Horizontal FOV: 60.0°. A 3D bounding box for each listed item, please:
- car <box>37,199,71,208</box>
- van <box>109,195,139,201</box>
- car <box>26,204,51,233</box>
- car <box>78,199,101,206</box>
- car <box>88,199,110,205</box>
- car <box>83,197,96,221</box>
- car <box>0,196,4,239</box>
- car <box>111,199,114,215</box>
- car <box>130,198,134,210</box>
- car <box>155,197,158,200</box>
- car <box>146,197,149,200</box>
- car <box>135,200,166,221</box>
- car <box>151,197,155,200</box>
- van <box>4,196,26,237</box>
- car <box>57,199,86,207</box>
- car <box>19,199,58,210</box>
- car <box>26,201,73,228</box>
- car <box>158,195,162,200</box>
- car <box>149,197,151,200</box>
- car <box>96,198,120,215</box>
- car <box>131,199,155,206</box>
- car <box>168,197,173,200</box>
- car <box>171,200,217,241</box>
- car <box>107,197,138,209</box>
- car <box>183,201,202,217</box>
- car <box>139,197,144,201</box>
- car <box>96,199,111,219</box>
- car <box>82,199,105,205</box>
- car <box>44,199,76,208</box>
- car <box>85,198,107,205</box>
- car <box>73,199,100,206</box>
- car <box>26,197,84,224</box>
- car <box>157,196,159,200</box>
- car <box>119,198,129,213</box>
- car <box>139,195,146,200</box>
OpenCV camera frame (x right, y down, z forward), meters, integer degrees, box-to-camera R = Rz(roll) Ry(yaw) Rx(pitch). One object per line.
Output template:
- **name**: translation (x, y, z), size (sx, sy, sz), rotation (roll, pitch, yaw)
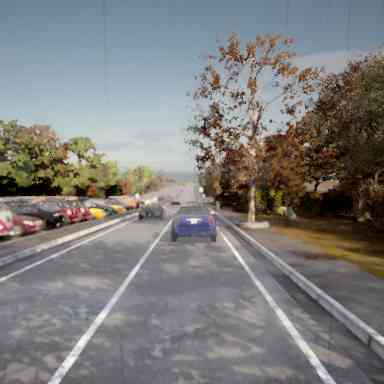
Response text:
- **car**: translation (-23.412, 1.970, 56.455), size (4.792, 1.488, 2.163), rotation (0, -1, 0)
- **van**: translation (-10.422, 1.613, 48.074), size (4.442, 1.987, 1.878), rotation (0, -1, 0)
- **car**: translation (-10.317, 1.535, 17.535), size (4.674, 1.452, 2.002), rotation (0, -1, 0)
- **car**: translation (-23.374, 2.348, 75.834), size (4.674, 1.452, 2.002), rotation (0, -1, 0)
- **car**: translation (-23.370, 2.472, 84.021), size (5.008, 1.535, 2.097), rotation (0, -1, 0)
- **car**: translation (-10.281, 1.463, 25.865), size (4.553, 1.767, 2.185), rotation (0, -1, 0)
- **car**: translation (-10.345, 1.181, 11.986), size (5.566, 2.045, 2.435), rotation (0, -1, 0)
- **car**: translation (-10.304, 1.653, 31.415), size (4.892, 1.521, 2.231), rotation (0, -1, 0)
- **car**: translation (-10.278, 1.806, 42.519), size (4.792, 1.488, 2.163), rotation (0, -1, 0)
- **car**: translation (-10.114, 2.140, 67.492), size (5.366, 1.575, 1.946), rotation (0, -1, 0)
- **car**: translation (-10.297, 1.943, 56.400), size (4.892, 1.521, 2.231), rotation (0, -1, 0)
- **car**: translation (-3.373, 1.684, 28.588), size (1.994, 1.385, 4.181), rotation (0, -1, 0)
- **car**: translation (-10.116, 2.030, 61.820), size (5.366, 1.575, 1.946), rotation (0, -1, 0)
- **van**: translation (-10.199, 1.238, 14.762), size (4.442, 1.987, 1.878), rotation (0, -1, 0)
- **car**: translation (-23.352, 2.117, 64.758), size (4.792, 1.488, 2.163), rotation (0, -1, 0)
- **car**: translation (-23.390, 1.870, 50.918), size (5.008, 1.535, 2.097), rotation (0, -1, 0)
- **car**: translation (-10.308, 1.526, 20.311), size (5.008, 1.535, 2.097), rotation (0, -1, 0)
- **car**: translation (-10.326, 2.058, 75.824), size (5.566, 2.045, 2.435), rotation (0, -1, 0)
- **car**: translation (-10.488, 1.982, 59.167), size (5.366, 1.575, 1.946), rotation (0, -1, 0)
- **car**: translation (-10.316, 1.684, 34.191), size (4.892, 1.521, 2.231), rotation (0, -1, 0)
- **car**: translation (-10.305, 2.200, 70.267), size (4.892, 1.521, 2.231), rotation (0, -1, 0)
- **car**: translation (-3.410, 2.226, 68.919), size (1.895, 1.301, 4.718), rotation (0, -1, 0)
- **car**: translation (0.088, 1.382, 16.963), size (2.097, 1.767, 4.553), rotation (0, 0, 0)
- **car**: translation (-10.277, 1.838, 45.295), size (4.792, 1.488, 2.163), rotation (0, -1, 0)
- **car**: translation (0.064, 1.690, 34.676), size (1.837, 1.490, 4.892), rotation (0, -1, 0)
- **car**: translation (-10.334, 1.900, 50.848), size (4.792, 1.488, 2.163), rotation (0, -1, 0)
- **car**: translation (-10.126, 1.617, 28.639), size (5.366, 1.575, 1.946), rotation (0, -1, 0)
- **car**: translation (-23.347, 2.393, 78.604), size (4.792, 1.488, 2.163), rotation (0, -1, 0)
- **car**: translation (-23.411, 2.012, 59.094), size (4.792, 1.488, 2.163), rotation (0, -1, 0)
- **car**: translation (-23.407, 2.291, 81.252), size (4.553, 1.767, 2.185), rotation (0, -1, 0)
- **car**: translation (-23.192, 2.250, 73.065), size (5.366, 1.575, 1.946), rotation (0, -1, 0)
- **car**: translation (-10.282, 1.432, 23.089), size (4.553, 1.767, 2.185), rotation (0, -1, 0)
- **car**: translation (-10.484, 2.251, 73.043), size (5.366, 1.575, 1.946), rotation (0, -1, 0)
- **car**: translation (-10.124, 1.711, 36.967), size (5.366, 1.575, 1.946), rotation (0, -1, 0)
- **car**: translation (-10.335, 1.779, 53.622), size (4.553, 1.767, 2.185), rotation (0, -1, 0)
